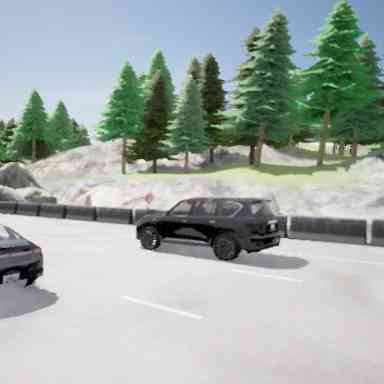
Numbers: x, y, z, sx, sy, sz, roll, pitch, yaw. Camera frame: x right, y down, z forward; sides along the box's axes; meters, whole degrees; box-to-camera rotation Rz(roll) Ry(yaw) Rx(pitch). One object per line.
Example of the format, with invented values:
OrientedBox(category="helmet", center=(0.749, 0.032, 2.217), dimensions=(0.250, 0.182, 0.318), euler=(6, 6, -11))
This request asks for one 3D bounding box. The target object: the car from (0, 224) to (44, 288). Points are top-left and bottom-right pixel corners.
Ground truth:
OrientedBox(category="car", center=(-5.491, 1.458, 7.912), dimensions=(4.902, 1.511, 2.128), euler=(0, 0, 36))

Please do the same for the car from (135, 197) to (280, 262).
OrientedBox(category="car", center=(0.416, 1.200, 12.296), dimensions=(5.566, 2.045, 2.150), euler=(0, 0, 36))
